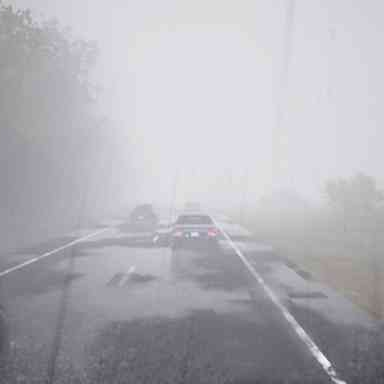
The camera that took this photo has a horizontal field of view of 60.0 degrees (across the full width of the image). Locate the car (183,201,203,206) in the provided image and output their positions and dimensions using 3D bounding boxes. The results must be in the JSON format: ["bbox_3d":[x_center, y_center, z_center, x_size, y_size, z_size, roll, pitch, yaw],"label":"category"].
[{"bbox_3d":[0.095,1.577,32.068,2.033,1.411,5.357,0,0,0],"label":"car"}]

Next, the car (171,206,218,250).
[{"bbox_3d":[0.099,1.563,14.377,2.033,1.411,5.357,0,0,0],"label":"car"}]

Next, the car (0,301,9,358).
[{"bbox_3d":[-3.401,1.355,2.426,2.097,1.767,4.553,0,0,0],"label":"car"}]

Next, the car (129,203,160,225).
[{"bbox_3d":[-3.403,1.550,24.499,1.812,1.442,4.674,0,0,0],"label":"car"}]
